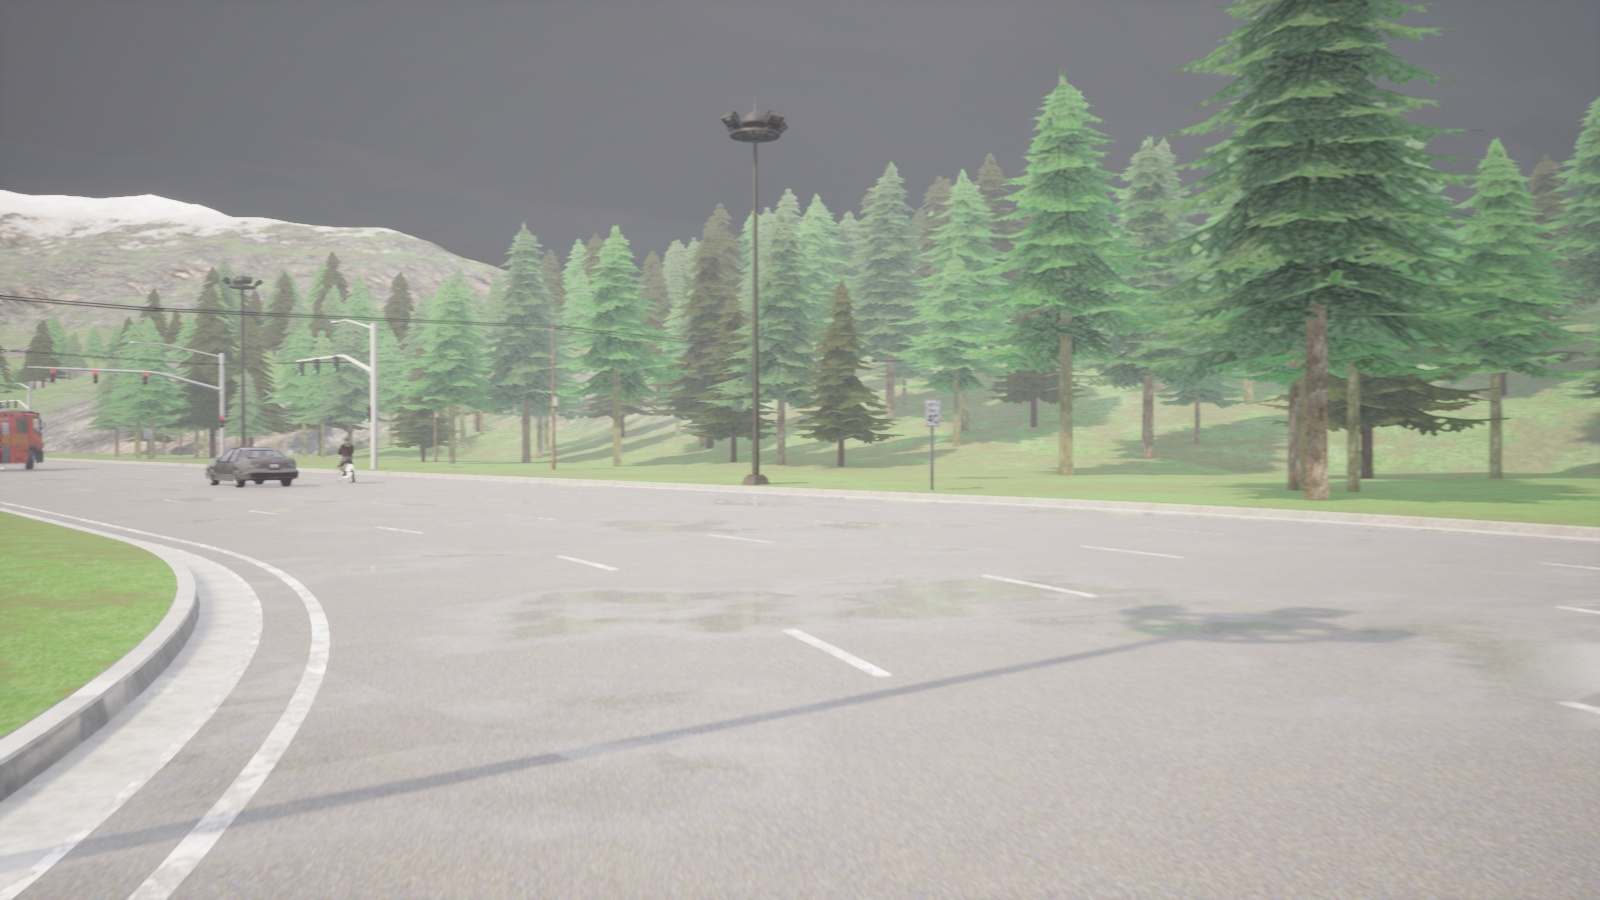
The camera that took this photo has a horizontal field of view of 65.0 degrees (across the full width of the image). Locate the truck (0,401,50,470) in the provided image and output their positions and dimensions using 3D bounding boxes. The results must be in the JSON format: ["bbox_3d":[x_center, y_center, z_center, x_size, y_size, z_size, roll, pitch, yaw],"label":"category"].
[{"bbox_3d":[-46.172,-0.809,71.969,2.891,3.827,8.468,0,0,-12],"label":"truck"}]

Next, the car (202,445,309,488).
[{"bbox_3d":[-19.400,0.548,44.599,2.033,1.411,5.357,0,0,-40],"label":"car"}]
